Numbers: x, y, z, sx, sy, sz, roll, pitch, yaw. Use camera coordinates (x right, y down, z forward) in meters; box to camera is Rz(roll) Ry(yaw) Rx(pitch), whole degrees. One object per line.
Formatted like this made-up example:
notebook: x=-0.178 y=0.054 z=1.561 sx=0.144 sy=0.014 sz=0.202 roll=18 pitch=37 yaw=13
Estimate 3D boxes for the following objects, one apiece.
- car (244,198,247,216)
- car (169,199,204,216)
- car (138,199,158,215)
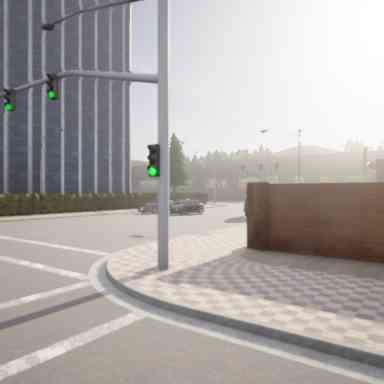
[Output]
car: x=6.708 y=1.207 z=30.391 sx=2.150 sy=2.045 sz=5.566 roll=0 pitch=0 yaw=35
car: x=-0.657 y=1.484 z=32.255 sx=1.837 sy=1.490 sz=4.892 roll=0 pitch=0 yaw=35
car: x=-3.469 y=1.467 z=34.343 sx=2.128 sy=1.511 sz=4.902 roll=0 pitch=0 yaw=35
